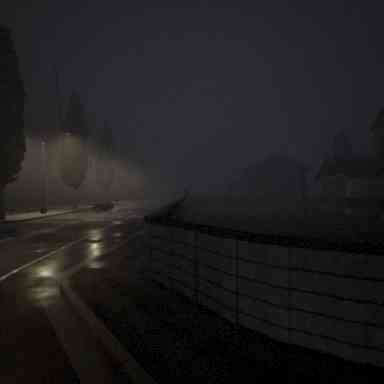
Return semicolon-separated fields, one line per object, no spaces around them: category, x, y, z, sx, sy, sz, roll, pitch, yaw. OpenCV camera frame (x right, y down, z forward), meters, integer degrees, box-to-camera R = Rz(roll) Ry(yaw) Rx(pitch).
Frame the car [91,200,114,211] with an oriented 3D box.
car;-10.976;1.675;41.174;1.895;1.301;4.718;0;0;-1
